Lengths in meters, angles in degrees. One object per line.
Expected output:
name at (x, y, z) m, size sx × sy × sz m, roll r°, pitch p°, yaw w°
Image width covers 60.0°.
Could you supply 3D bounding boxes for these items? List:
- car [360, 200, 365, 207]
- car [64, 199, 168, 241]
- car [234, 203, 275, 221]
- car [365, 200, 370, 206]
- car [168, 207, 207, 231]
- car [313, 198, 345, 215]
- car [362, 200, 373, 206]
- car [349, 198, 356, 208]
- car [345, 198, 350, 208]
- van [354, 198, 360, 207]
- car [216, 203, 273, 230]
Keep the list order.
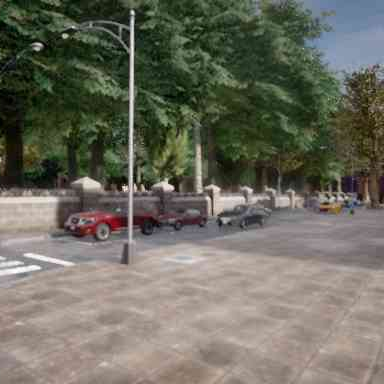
car at (34.358, 2.369, 69.595) m, size 1.752 × 1.417 × 4.829 m, roll 0°, pitch -1°, yaw 36°
car at (-3.787, 1.298, 16.700) m, size 2.192 × 1.841 × 5.009 m, roll 0°, pitch -1°, yaw 36°
car at (5.673, 1.702, 29.819) m, size 1.752 × 1.417 × 4.829 m, roll 0°, pitch -1°, yaw 36°
car at (37.644, 2.492, 74.153) m, size 1.947 × 1.339 × 4.313 m, roll 0°, pitch -1°, yaw 36°
car at (-0.603, 1.628, 21.117) m, size 1.802 × 1.307 × 4.206 m, roll 0°, pitch -1°, yaw 36°
car at (16.854, 1.890, 40.847) m, size 1.882 × 1.535 × 5.008 m, roll 1°, pitch 0°, yaw 36°
car at (43.628, 2.662, 82.500) m, size 1.802 × 1.307 × 4.206 m, roll 0°, pitch -1°, yaw 36°
car at (28.083, 2.254, 60.894) m, size 1.947 × 1.339 × 4.313 m, roll 0°, pitch -1°, yaw 36°
car at (24.896, 2.162, 56.475) m, size 2.008 × 1.369 × 4.403 m, roll 0°, pitch -1°, yaw 36°
van at (31.272, 2.107, 65.316) m, size 1.690 × 1.788 × 3.998 m, roll 0°, pitch -1°, yaw 36°
car at (3.454, 1.614, 22.386) m, size 2.128 × 1.511 × 4.902 m, roll 1°, pitch 0°, yaw 36°
